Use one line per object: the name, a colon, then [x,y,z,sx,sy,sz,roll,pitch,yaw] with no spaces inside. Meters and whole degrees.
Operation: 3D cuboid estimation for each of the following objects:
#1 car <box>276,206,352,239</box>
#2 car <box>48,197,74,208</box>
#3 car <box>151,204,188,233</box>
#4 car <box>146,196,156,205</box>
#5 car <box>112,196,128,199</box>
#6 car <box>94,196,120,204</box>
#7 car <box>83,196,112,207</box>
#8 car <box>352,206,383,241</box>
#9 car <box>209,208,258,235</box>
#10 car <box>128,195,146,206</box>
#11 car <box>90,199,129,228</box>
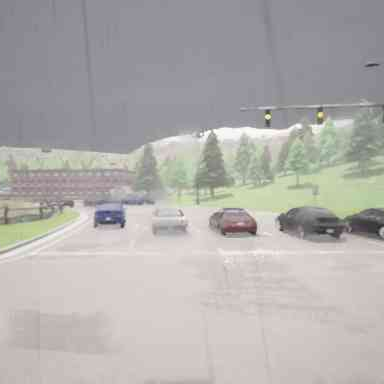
car: [5.897,1.488,17.244,1.837,1.490,4.892,0,0,-6]
car: [-19.390,1.532,49.251,4.892,1.490,1.837,0,0,38]
car: [-1.432,1.598,19.544,1.895,1.301,4.718,0,0,-8]
car: [-8.399,1.506,58.210,4.892,1.490,1.837,0,0,42]
car: [-12.564,1.575,52.514,4.181,1.385,1.994,0,0,42]
car: [-16.459,1.504,64.446,4.902,1.511,2.128,0,0,31]
car: [-14.414,1.520,49.438,1.837,1.490,4.892,0,0,-45]
car: [9.488,1.482,16.610,1.837,1.490,4.892,0,0,-6]
car: [2.185,1.555,18.670,1.994,1.385,4.181,0,0,-7]
car: [-10.403,1.358,55.294,4.553,1.767,2.097,0,0,42]
car: [-5.509,1.482,22.676,1.882,1.535,5.008,0,0,-10]
